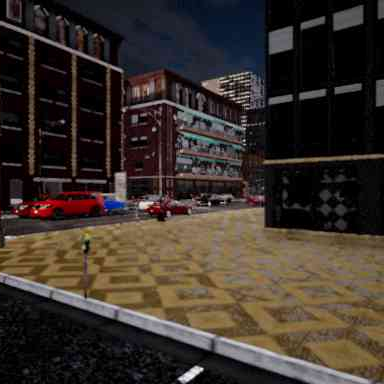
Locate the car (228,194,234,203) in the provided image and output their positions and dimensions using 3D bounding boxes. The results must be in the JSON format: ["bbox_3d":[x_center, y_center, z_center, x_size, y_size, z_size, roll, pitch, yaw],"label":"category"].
[{"bbox_3d":[4.739,0.972,49.734,2.008,1.369,4.403,1,1,35],"label":"car"}]

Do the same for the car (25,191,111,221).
[{"bbox_3d":[-9.259,0.989,25.357,2.150,2.045,5.566,0,1,35],"label":"car"}]

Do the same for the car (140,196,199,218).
[{"bbox_3d":[-1.725,1.259,26.691,1.887,1.381,4.507,1,1,35],"label":"car"}]

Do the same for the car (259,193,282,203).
[{"bbox_3d":[11.984,0.941,50.675,1.994,1.385,4.181,0,1,35],"label":"car"}]

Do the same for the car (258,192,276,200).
[{"bbox_3d":[14.348,0.750,63.511,1.752,1.417,4.829,1,1,35],"label":"car"}]

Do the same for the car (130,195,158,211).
[{"bbox_3d":[-3.601,1.245,33.485,1.895,1.301,4.718,0,1,35],"label":"car"}]

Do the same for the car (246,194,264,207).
[{"bbox_3d":[7.981,1.091,40.609,1.802,1.307,4.206,1,1,35],"label":"car"}]

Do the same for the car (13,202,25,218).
[{"bbox_3d":[-11.437,1.079,26.535,2.192,1.841,5.009,1,1,35],"label":"car"}]

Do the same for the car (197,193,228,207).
[{"bbox_3d":[2.196,1.027,41.771,1.837,1.490,4.892,0,1,35],"label":"car"}]

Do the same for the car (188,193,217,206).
[{"bbox_3d":[1.504,0.928,45.093,1.967,1.590,4.097,1,1,35],"label":"car"}]

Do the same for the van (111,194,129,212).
[{"bbox_3d":[-8.202,1.035,31.175,1.690,1.788,3.998,1,1,35],"label":"van"}]
